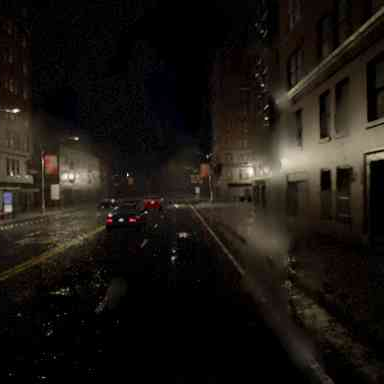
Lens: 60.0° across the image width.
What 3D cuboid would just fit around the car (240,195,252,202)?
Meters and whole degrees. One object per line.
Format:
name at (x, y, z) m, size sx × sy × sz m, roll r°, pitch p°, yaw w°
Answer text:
car at (10.372, 1.174, 57.346) m, size 4.313 × 1.339 × 1.947 m, roll -1°, pitch 1°, yaw -2°

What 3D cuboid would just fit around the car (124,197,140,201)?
car at (-8.087, 1.442, 45.098) m, size 1.882 × 1.535 × 5.008 m, roll -1°, pitch 0°, yaw -2°

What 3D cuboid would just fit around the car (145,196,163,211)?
car at (-4.542, 1.252, 39.766) m, size 2.097 × 1.767 × 4.553 m, roll -1°, pitch 0°, yaw -2°

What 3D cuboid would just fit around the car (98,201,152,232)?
car at (-3.806, 1.520, 19.920) m, size 2.033 × 1.411 × 5.357 m, roll -1°, pitch 0°, yaw -2°

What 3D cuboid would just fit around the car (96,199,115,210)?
car at (-11.310, 1.594, 44.108) m, size 1.895 × 1.301 × 4.718 m, roll -1°, pitch 0°, yaw -2°
